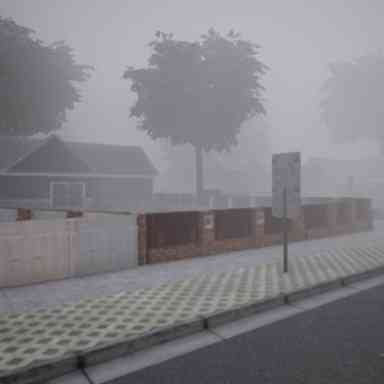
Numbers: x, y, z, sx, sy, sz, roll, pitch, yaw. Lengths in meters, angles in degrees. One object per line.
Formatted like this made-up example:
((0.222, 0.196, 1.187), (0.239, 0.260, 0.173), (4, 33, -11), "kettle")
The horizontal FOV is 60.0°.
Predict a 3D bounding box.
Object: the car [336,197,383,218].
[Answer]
((11.372, 1.118, 24.369), (1.812, 1.442, 4.674), (-1, 1, -35), "car")

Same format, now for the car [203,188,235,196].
((2.938, 0.639, 36.241), (2.150, 2.045, 5.566), (-1, 1, -35), "car")
